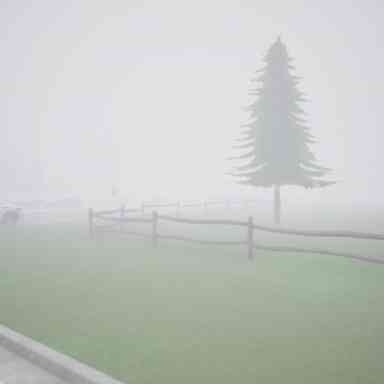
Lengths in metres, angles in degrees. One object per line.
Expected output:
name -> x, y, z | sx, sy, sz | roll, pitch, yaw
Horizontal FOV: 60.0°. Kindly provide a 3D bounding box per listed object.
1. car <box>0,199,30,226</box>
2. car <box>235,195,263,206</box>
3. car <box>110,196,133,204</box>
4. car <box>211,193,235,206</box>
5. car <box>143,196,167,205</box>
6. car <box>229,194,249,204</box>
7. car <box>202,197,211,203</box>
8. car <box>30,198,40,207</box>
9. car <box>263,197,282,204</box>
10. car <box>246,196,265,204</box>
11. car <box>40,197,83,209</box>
car -> -13.804, 1.202, 21.240 | 2.150, 2.045, 5.566 | 0, 0, 40
car -> 9.169, 1.493, 53.524 | 1.812, 1.442, 4.674 | 0, 0, 36
car -> -12.743, 1.480, 60.783 | 1.812, 1.442, 4.674 | 0, 0, 35
car -> 6.004, 1.187, 55.123 | 2.150, 2.045, 5.566 | 0, 0, 36
car -> -6.449, 1.451, 57.603 | 2.128, 1.511, 4.902 | 0, 0, 35
car -> 9.395, 1.312, 65.901 | 2.097, 1.767, 4.553 | 0, 0, 36
car -> 3.893, 1.510, 58.172 | 2.033, 1.411, 5.357 | 0, 0, 36
car -> -22.543, 1.561, 46.716 | 1.895, 1.301, 4.718 | 0, 0, 35
car -> 15.080, 1.565, 61.816 | 1.895, 1.301, 4.718 | 0, 0, 36
car -> 12.238, 1.488, 63.859 | 1.812, 1.442, 4.674 | 0, 0, 36
car -> -16.540, 1.443, 43.098 | 1.882, 1.535, 5.008 | 0, 0, 35
